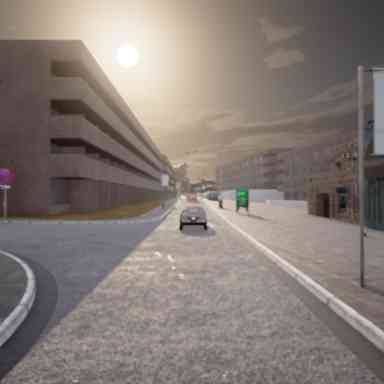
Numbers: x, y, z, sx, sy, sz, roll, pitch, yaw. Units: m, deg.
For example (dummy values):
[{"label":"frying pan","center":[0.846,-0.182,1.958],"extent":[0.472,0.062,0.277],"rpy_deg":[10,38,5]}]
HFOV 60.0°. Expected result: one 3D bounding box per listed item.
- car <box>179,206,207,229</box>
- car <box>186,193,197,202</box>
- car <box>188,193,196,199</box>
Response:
[{"label":"car","center":[0.086,1.696,22.941],"extent":[2.033,1.411,5.357],"rpy_deg":[0,0,0]},{"label":"car","center":[-0.037,1.040,67.284],"extent":[2.097,1.767,4.553],"rpy_deg":[0,1,0]},{"label":"car","center":[-0.043,0.958,77.331],"extent":[1.812,1.442,4.674],"rpy_deg":[0,0,0]}]
